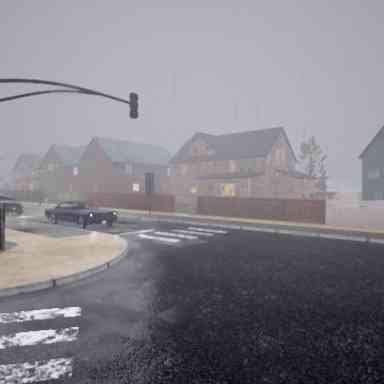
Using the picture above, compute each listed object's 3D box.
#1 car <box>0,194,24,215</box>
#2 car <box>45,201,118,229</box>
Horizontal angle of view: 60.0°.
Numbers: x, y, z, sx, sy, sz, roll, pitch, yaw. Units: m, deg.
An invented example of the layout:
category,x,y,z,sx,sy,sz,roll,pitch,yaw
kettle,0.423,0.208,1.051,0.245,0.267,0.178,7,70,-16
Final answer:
category,x,y,z,sx,sy,sz,roll,pitch,yaw
car,-14.671,0.934,25.429,4.892,1.490,1.837,2,1,39
car,-6.208,1.201,18.521,4.718,1.301,1.895,1,1,40
